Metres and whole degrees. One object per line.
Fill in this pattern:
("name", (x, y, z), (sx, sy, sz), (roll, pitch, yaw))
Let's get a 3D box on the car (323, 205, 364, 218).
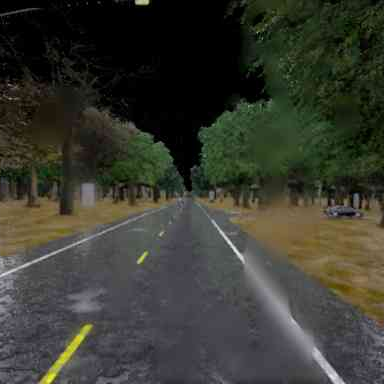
("car", (18.890, 2.442, 41.574), (4.902, 1.511, 2.128), (2, -1, -2))
